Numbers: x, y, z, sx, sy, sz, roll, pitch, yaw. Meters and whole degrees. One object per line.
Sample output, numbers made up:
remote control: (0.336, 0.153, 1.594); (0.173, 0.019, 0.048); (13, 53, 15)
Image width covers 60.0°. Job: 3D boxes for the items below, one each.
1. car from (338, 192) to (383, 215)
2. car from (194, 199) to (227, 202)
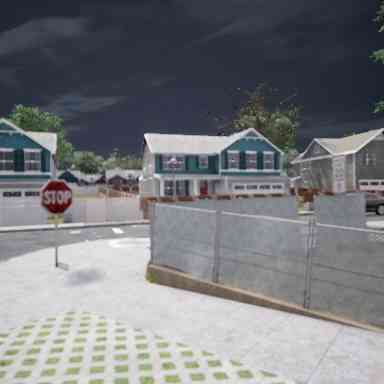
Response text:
car: (10.213, 0.774, 21.186); (4.892, 1.490, 1.837); (-2, 0, -17)
car: (0.877, 1.071, 18.204); (5.357, 1.411, 2.033); (-2, 0, -18)
